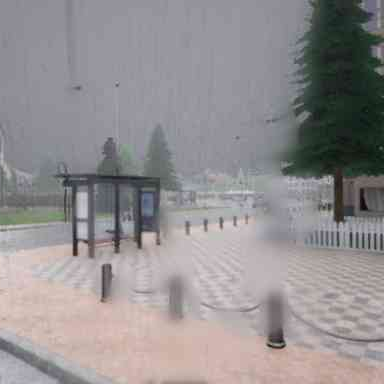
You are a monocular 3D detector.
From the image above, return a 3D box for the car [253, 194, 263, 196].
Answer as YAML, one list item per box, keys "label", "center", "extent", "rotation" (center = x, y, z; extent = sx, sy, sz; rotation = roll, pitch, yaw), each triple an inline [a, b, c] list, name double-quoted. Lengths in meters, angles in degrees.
- label: "car"
  center: [16.400, 1.683, 79.844]
  extent: [3.633, 1.501, 1.845]
  rotation: [-1, 0, 35]

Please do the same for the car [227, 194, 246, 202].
- label: "car"
  center: [12.040, 1.764, 86.547]
  extent: [3.806, 1.475, 1.970]
  rotation: [-1, 0, 35]

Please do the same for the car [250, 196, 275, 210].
- label: "car"
  center: [10.082, 1.668, 46.755]
  extent: [1.837, 1.490, 4.892]
  rotation: [-1, -1, 36]

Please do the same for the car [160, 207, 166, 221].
- label: "car"
  center: [-3.962, 1.687, 26.874]
  extent: [1.812, 1.442, 4.674]
  rotation: [-1, 0, 35]

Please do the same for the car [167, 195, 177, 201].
- label: "car"
  center: [-4.910, 1.894, 94.798]
  extent: [4.514, 1.523, 2.007]
  rotation: [-1, 0, 35]
